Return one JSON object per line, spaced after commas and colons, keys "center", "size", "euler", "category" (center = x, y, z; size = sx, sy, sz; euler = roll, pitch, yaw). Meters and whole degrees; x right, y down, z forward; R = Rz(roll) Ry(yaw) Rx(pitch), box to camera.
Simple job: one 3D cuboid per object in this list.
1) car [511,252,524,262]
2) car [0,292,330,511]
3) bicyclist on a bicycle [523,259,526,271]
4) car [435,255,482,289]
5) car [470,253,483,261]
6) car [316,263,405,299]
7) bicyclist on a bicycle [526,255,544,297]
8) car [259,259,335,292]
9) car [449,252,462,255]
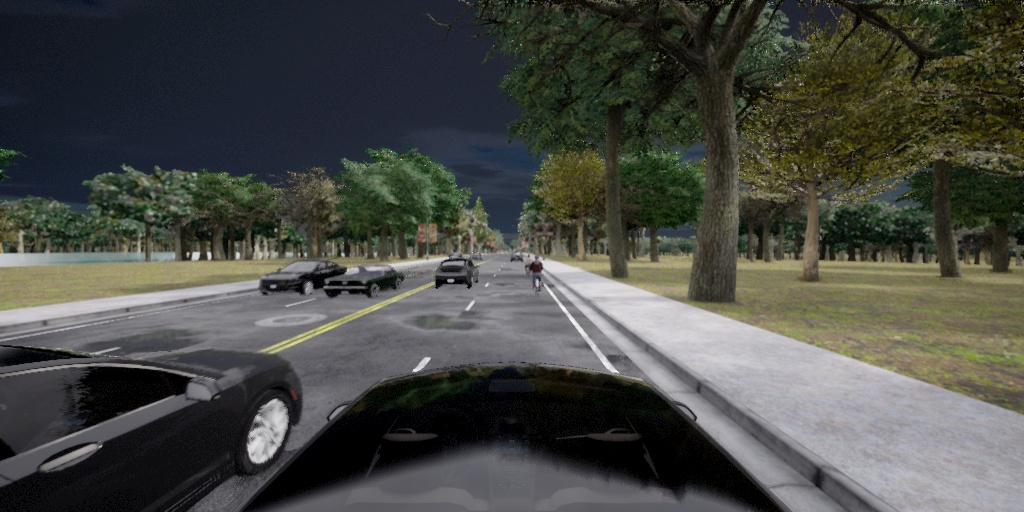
{"center": [0.801, 0.148, 57.689], "size": [1.812, 1.442, 4.674], "euler": [0, 1, 1], "category": "car"}
{"center": [-3.152, 1.252, 1.823], "size": [1.837, 1.490, 4.892], "euler": [0, 1, 1], "category": "car"}
{"center": [1.167, 0.712, 25.256], "size": [0.866, 1.612, 1.509], "euler": [0, 1, 1], "category": "bicyclist on a bicycle"}
{"center": [-2.931, 0.892, 19.702], "size": [1.837, 1.490, 4.892], "euler": [0, 1, 1], "category": "car"}
{"center": [-5.866, 0.176, 58.169], "size": [1.994, 1.385, 4.181], "euler": [0, 1, 1], "category": "car"}
{"center": [-6.423, 1.062, 16.039], "size": [1.895, 1.301, 4.718], "euler": [0, 1, 1], "category": "car"}
{"center": [1.063, 0.843, 15.545], "size": [0.659, 1.776, 1.843], "euler": [0, 1, 1], "category": "bicyclist on a bicycle"}
{"center": [-9.662, 0.918, 17.046], "size": [1.882, 1.535, 5.008], "euler": [0, 1, 1], "category": "car"}
{"center": [-9.120, 0.107, 58.006], "size": [2.128, 1.511, 4.902], "euler": [0, 1, 1], "category": "car"}
